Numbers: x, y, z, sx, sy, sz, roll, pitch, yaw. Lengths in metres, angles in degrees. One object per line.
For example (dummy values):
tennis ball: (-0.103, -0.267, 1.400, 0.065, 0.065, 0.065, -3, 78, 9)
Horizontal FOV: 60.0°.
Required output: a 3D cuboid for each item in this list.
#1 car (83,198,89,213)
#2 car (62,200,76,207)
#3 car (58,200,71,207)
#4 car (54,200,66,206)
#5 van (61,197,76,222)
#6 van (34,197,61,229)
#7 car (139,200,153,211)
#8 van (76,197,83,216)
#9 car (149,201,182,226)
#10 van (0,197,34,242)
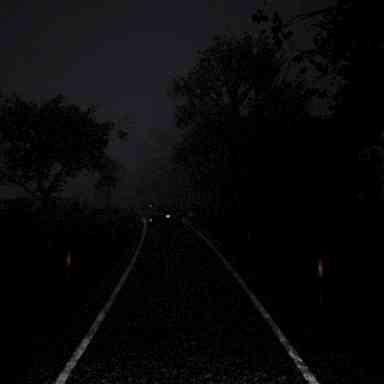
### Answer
car: (-13.430, 1.766, 38.162, 1.946, 1.575, 5.366, 2, -2, -13)
car: (-27.388, 2.530, 74.034, 2.097, 1.535, 5.008, -1, -1, -28)
car: (-30.499, 2.679, 79.542, 2.231, 1.521, 4.892, -1, -1, -30)
car: (-33.527, 2.830, 84.380, 2.097, 1.535, 5.008, -1, -2, -32)
van: (-11.146, 1.399, 27.294, 1.878, 1.987, 4.442, 1, -2, -9)
van: (-10.298, 1.341, 21.767, 1.878, 1.987, 4.442, 1, -2, -9)
car: (-5.525, 1.691, 42.154, 1.994, 1.385, 4.181, 0, 0, -14)
van: (-12.185, 1.467, 32.791, 1.878, 1.987, 4.442, 2, -2, -14)
car: (-1.892, 1.603, 24.215, 1.994, 1.385, 4.181, 0, 0, -8)
van: (-9.632, 1.294, 16.227, 1.878, 1.987, 4.442, 1, -2, -8)
